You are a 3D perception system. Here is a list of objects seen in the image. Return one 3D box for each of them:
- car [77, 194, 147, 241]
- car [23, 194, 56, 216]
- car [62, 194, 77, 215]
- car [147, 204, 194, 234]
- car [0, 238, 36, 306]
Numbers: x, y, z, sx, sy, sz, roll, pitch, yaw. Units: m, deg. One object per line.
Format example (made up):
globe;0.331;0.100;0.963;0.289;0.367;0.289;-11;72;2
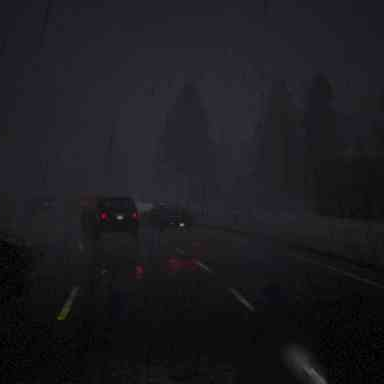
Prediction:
car;-4.349;1.221;17.210;2.150;2.045;5.566;0;0;-26
car;-15.303;1.261;33.239;2.150;2.045;5.566;0;0;-37
car;-11.627;1.237;34.180;2.150;2.045;5.566;0;0;-37
car;-1.584;1.471;19.264;2.128;1.511;4.902;0;0;-26
car;-4.310;1.564;5.861;2.033;1.411;5.357;0;0;-11
